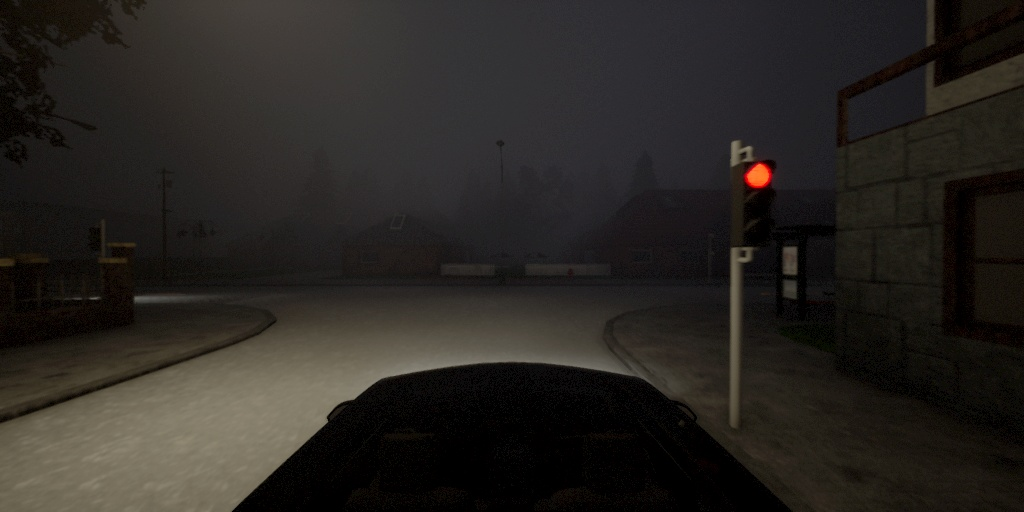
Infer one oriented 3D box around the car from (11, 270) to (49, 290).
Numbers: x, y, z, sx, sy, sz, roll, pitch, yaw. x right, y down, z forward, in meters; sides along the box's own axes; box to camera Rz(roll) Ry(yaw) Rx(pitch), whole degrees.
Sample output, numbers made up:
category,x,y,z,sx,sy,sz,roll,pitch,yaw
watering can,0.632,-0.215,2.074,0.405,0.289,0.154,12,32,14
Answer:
category,x,y,z,sx,sy,sz,roll,pitch,yaw
car,-23.235,1.114,15.508,4.902,1.511,2.128,0,1,0
